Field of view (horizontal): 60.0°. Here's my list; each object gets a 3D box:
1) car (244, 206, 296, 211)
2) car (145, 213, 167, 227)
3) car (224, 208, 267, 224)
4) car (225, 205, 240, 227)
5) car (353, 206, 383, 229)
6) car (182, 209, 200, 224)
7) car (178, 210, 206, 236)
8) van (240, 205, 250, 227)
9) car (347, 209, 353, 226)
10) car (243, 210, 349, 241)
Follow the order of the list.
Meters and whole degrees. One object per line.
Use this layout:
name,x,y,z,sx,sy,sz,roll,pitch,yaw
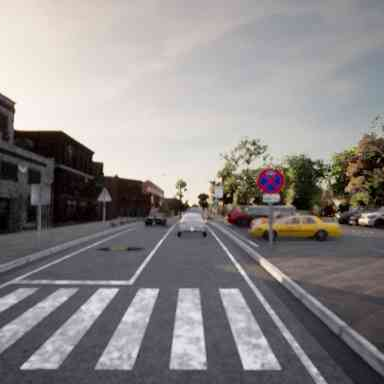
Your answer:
car,6.220,2.045,22.730,4.553,1.767,2.185,0,-2,-1
car,-3.514,2.726,32.870,1.895,1.301,4.718,0,-3,0
car,6.018,2.747,37.895,4.553,1.767,2.185,0,-3,-1
car,6.109,2.322,31.956,5.566,2.045,2.435,0,-3,-1
car,18.345,2.311,30.467,5.566,2.045,2.435,0,-3,-1
car,-0.113,2.890,39.845,2.097,1.767,4.553,0,-3,0
car,-0.007,2.211,23.182,1.812,1.442,4.674,0,-2,0
van,6.272,2.072,25.770,4.442,1.987,1.878,0,-2,-1
car,18.322,2.700,33.244,4.892,1.521,2.231,0,-3,-1
car,6.036,2.057,19.807,5.366,1.575,1.946,0,-2,-1
